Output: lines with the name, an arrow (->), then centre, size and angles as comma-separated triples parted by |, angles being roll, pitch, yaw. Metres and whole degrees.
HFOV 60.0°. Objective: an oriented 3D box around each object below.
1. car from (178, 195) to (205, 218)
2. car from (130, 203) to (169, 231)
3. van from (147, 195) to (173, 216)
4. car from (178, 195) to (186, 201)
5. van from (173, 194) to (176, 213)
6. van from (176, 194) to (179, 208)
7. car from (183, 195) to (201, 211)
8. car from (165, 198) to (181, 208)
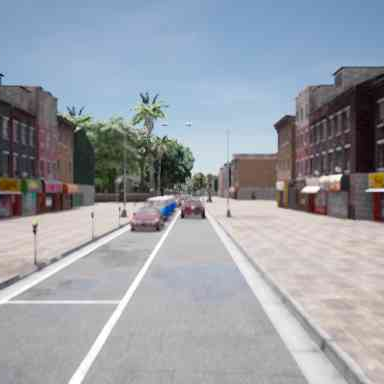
car -> 0.082, 1.331, 29.689 | 2.097, 1.767, 4.553 | 0, 0, 0
car -> -2.646, 1.562, 20.354 | 1.802, 1.307, 4.206 | 0, 0, 0
van -> -2.648, 1.321, 25.819 | 1.690, 1.788, 3.998 | 0, 0, 0
car -> -2.676, 1.524, 91.288 | 1.967, 1.590, 4.097 | 0, 0, 0
van -> -2.650, 1.321, 31.283 | 1.690, 1.788, 3.998 | 0, 0, 0
van -> -2.652, 1.321, 36.747 | 1.690, 1.788, 3.998 | 0, 0, 0
car -> 0.039, 1.331, 41.658 | 2.097, 1.767, 4.553 | 0, 0, 0
car -> -2.656, 1.531, 47.676 | 2.008, 1.369, 4.403 | 0, 0, 0
